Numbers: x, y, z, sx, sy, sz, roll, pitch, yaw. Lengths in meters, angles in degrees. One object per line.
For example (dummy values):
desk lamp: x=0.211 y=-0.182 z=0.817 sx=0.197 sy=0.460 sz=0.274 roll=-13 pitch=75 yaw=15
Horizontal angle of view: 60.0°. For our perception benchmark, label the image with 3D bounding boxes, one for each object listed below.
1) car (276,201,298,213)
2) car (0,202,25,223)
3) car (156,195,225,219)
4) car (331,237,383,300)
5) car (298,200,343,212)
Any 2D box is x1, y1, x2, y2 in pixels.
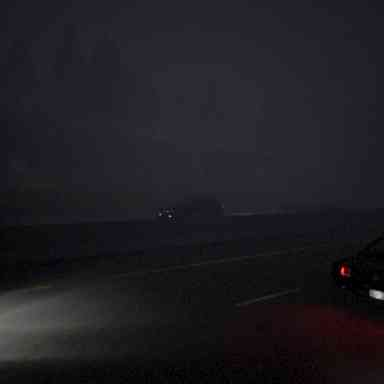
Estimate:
car: x=11.880 y=1.764 z=38.610 sx=4.718 sy=1.301 sz=1.895 roll=0 pitch=0 yaw=-37
car: x=-14.609 y=1.467 z=23.668 sx=4.902 sy=1.511 sz=2.128 roll=0 pitch=0 yaw=-35
car: x=-0.030 y=1.286 z=25.466 sx=5.566 sy=2.045 sz=2.150 roll=1 pitch=0 yaw=-36
car: x=5.297 y=1.649 z=7.522 sx=4.718 sy=1.301 sz=1.895 roll=0 pitch=0 yaw=-35
car: x=11.829 y=1.705 z=29.812 sx=4.181 sy=1.385 sz=1.994 roll=0 pitch=0 yaw=-37
